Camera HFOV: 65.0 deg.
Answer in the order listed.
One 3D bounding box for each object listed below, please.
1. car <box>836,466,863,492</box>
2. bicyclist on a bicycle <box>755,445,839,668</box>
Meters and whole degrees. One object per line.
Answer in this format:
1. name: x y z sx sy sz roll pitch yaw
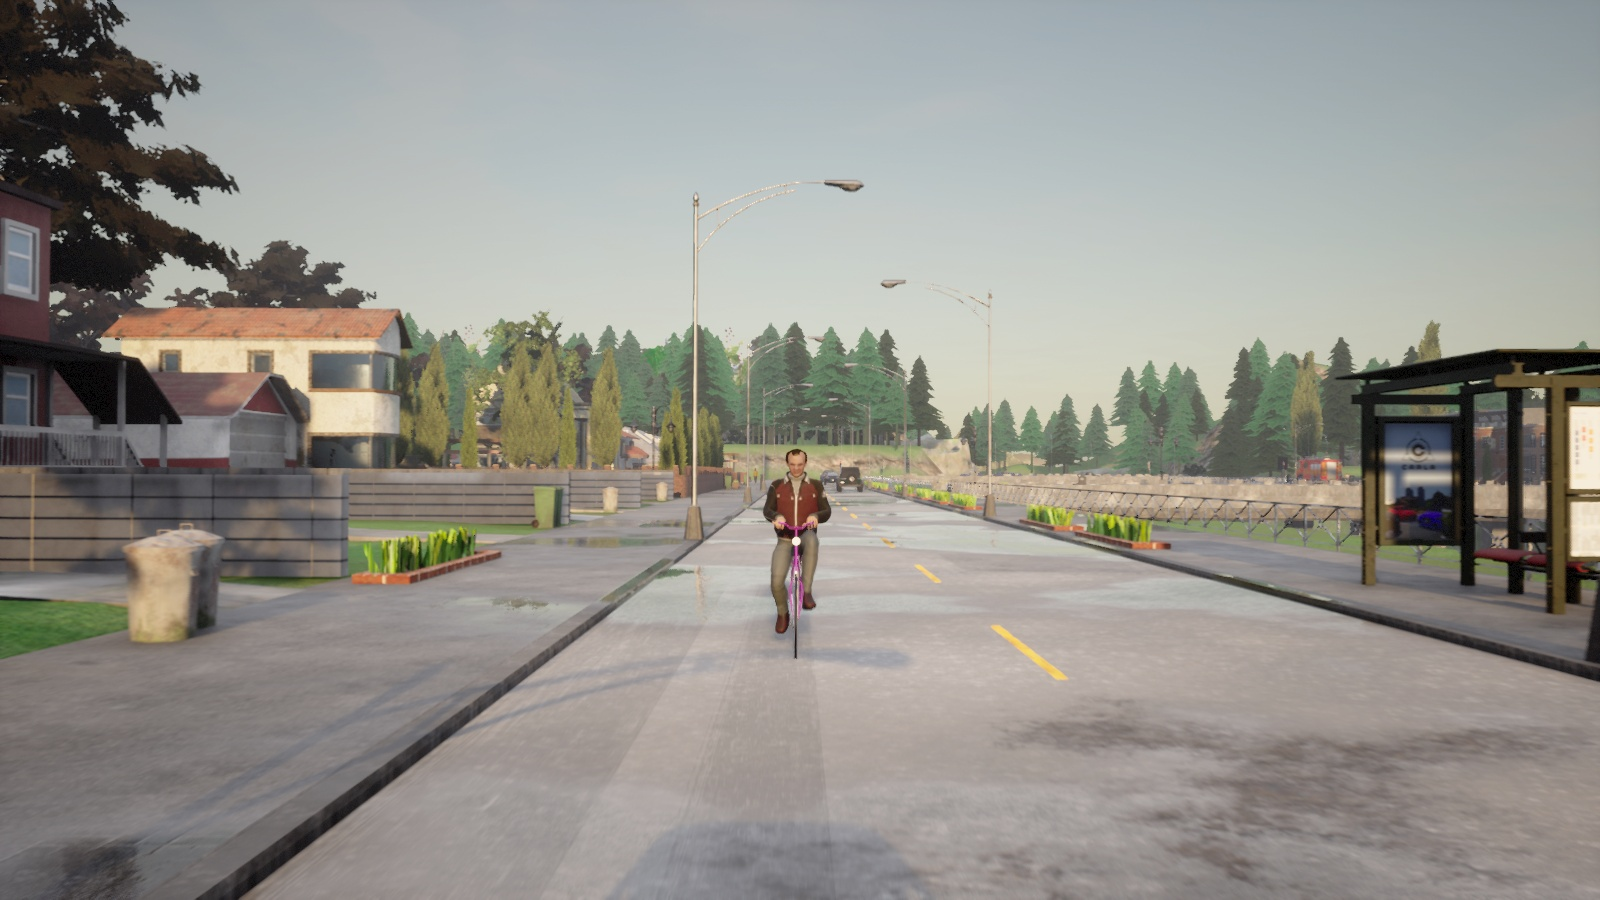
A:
1. car: 3.774 2.196 95.619 1.905 1.878 3.866 0 -1 0
2. bicyclist on a bicycle: -0.026 0.869 10.971 0.659 1.776 1.843 0 -1 0
